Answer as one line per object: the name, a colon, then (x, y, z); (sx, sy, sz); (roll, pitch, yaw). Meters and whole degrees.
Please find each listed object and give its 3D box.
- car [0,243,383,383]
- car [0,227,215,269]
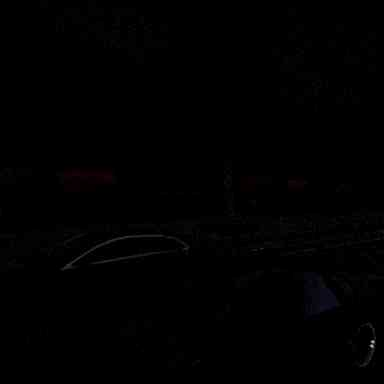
car: (0.542, 1.541, 4.069); (5.357, 1.411, 2.033); (0, 0, -35)
car: (-1.659, 1.486, 6.492); (4.902, 1.511, 2.128); (0, 0, -35)
